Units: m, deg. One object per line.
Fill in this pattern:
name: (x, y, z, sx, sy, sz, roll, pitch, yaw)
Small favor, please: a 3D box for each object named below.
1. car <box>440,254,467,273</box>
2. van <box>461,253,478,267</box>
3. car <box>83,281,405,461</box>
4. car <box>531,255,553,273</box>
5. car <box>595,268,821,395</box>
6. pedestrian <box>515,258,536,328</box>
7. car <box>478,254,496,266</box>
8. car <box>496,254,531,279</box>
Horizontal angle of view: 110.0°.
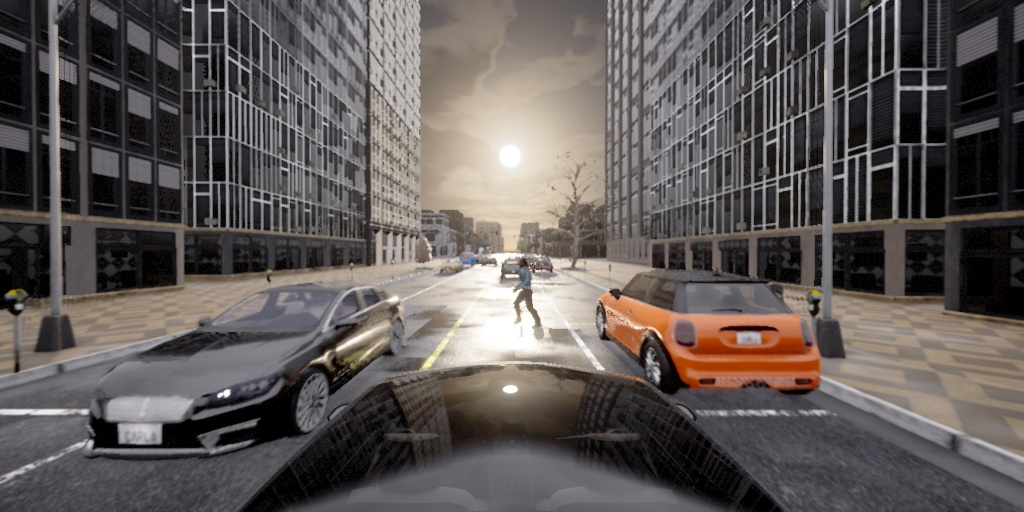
car: (-5.631, 0.806, 33.774, 1.751, 1.417, 4.829, 0, 0, 0)
van: (-5.609, 0.454, 45.328, 1.690, 1.789, 3.998, 0, 0, 0)
car: (-3.094, 1.186, 5.436, 2.128, 1.511, 4.902, 0, 1, 0)
car: (2.750, 0.724, 33.913, 1.967, 1.591, 4.097, 0, 0, 0)
car: (3.009, 1.030, 6.672, 2.097, 1.767, 4.553, 0, 1, 0)
pedestrian: (0.344, 0.932, 9.394, 0.375, 1.860, 0.375, 0, 1, -2)
car: (-2.990, 0.634, 48.363, 1.994, 1.385, 4.181, 0, 1, 0)
car: (0.116, 0.868, 27.511, 2.128, 1.511, 4.902, 0, 1, 0)
